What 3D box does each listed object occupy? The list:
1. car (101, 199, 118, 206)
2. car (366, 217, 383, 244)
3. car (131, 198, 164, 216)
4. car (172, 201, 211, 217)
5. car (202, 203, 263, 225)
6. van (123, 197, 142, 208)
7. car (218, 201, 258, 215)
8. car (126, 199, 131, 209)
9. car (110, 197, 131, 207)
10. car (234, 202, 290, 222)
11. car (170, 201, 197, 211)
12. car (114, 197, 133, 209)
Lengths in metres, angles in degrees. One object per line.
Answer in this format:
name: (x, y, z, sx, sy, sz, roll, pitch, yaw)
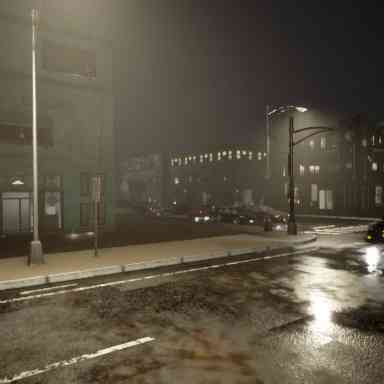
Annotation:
car: (-17.270, 2.227, 69.596, 1.887, 1.381, 4.507, -1, 0, -35)
car: (9.367, 1.562, 14.363, 4.181, 1.385, 1.994, 0, 0, -36)
car: (-4.842, 1.846, 37.678, 1.967, 1.590, 4.097, -1, 0, -35)
car: (-0.295, 1.896, 35.756, 1.994, 1.385, 4.181, -1, 0, -37)
car: (3.108, 1.814, 26.302, 1.947, 1.339, 4.313, -2, 0, -35)
van: (-10.856, 1.906, 60.577, 1.690, 1.788, 3.998, -1, 0, -35)
car: (5.197, 1.809, 38.030, 2.008, 1.369, 4.403, -2, 0, -35)
car: (-6.392, 1.998, 44.358, 2.033, 1.411, 5.357, -1, 0, -35)
car: (-14.066, 1.939, 65.087, 2.192, 1.841, 5.009, -1, 0, -35)
car: (5.514, 1.764, 27.614, 2.033, 1.411, 5.357, -1, 0, -36)
car: (-1.221, 1.965, 47.049, 1.802, 1.307, 4.206, -2, 0, -35)
car: (-11.363, 2.088, 56.847, 1.812, 1.442, 4.674, -1, 0, -35)
